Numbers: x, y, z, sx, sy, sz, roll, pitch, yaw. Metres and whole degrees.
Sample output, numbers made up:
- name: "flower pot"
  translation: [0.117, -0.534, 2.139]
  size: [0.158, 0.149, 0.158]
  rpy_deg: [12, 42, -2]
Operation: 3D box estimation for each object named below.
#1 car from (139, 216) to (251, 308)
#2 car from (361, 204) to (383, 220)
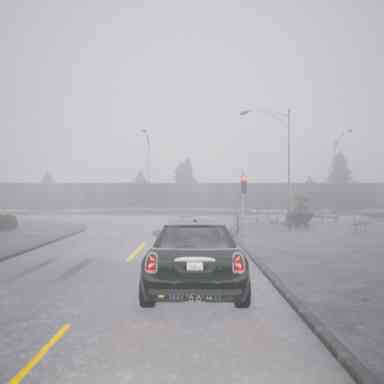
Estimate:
- name: "car"
  translation: [0.075, 1.346, 8.061]
  size: [2.097, 1.767, 4.553]
  rpy_deg: [0, 0, 1]
- name: "car"
  translation: [16.265, 1.581, 26.552]
  size: [4.718, 1.301, 1.895]
  rpy_deg: [0, 0, 1]
